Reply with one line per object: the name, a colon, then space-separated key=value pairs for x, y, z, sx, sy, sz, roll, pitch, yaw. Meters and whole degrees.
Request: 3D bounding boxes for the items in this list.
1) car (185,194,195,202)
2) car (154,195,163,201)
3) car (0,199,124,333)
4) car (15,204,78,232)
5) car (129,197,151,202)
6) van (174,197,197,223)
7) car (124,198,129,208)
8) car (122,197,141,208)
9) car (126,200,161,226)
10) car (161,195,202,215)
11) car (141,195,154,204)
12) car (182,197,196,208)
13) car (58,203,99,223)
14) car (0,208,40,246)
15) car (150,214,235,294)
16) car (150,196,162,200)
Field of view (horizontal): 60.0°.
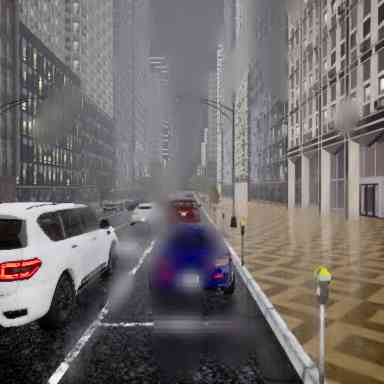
car: x=-0.465 y=1.298 z=77.509 sx=2.192 sy=1.841 sz=5.009 roll=-1 pitch=0 yaw=0
car: x=-8.844 y=1.545 z=88.876 sx=1.947 sy=1.339 sz=4.313 roll=-1 pitch=0 yaw=0
car: x=-3.147 y=1.221 z=7.018 sx=2.150 sy=2.045 sz=5.566 roll=0 pitch=0 yaw=0
car: x=-8.844 y=1.547 z=20.672 sx=2.008 sy=1.369 sz=4.403 roll=-1 pitch=0 yaw=0
car: x=-6.221 y=1.557 z=38.410 sx=1.994 sy=1.385 sz=4.181 roll=0 pitch=0 yaw=0
van: x=-0.465 y=1.336 z=26.356 sx=1.690 sy=1.788 sz=3.998 roll=-1 pitch=0 yaw=0
car: x=-8.844 y=1.544 z=37.723 sx=2.008 sy=1.369 sz=4.403 roll=-1 pitch=0 yaw=0
car: x=-8.843 y=1.541 z=49.090 sx=2.008 sy=1.369 sz=4.403 roll=-1 pitch=0 yaw=0
car: x=-3.072 y=1.521 z=23.340 sx=1.812 sy=1.442 sz=4.674 roll=0 pitch=0 yaw=0
car: x=-0.465 y=1.311 z=20.672 sx=2.192 sy=1.841 sz=5.009 roll=-1 pitch=0 yaw=0
car: x=-8.845 y=1.426 z=66.141 sx=1.967 sy=1.590 sz=4.097 roll=-1 pitch=0 yaw=0
car: x=-0.463 y=1.541 z=49.090 sx=2.008 sy=1.369 sz=4.403 roll=-1 pitch=0 yaw=0
car: x=-8.843 y=1.577 z=26.356 sx=1.802 sy=1.307 sz=4.206 roll=-1 pitch=0 yaw=0
car: x=-8.843 y=1.542 z=14.989 sx=1.887 sy=1.381 sz=4.507 roll=-1 pitch=0 yaw=0
car: x=0.003 y=1.524 z=8.651 sx=1.812 sy=1.442 sz=4.674 roll=0 pitch=0 yaw=0
car: x=-3.073 y=1.485 z=37.655 sx=2.128 sy=1.511 sz=4.902 roll=0 pitch=0 yaw=0
